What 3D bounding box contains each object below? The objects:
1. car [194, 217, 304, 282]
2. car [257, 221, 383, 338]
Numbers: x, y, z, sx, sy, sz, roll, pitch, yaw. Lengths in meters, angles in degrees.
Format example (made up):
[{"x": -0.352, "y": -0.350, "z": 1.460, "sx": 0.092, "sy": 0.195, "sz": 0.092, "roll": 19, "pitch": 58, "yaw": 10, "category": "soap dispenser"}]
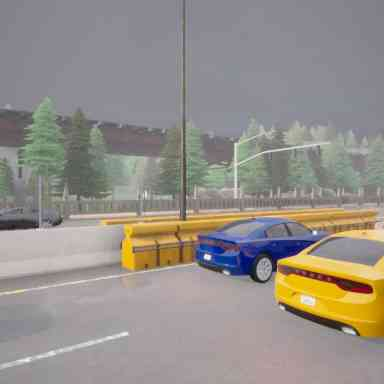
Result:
[{"x": 2.399, "y": 1.478, "z": 9.770, "sx": 5.008, "sy": 1.535, "sz": 1.882, "roll": 0, "pitch": 0, "yaw": -36, "category": "car"}, {"x": 3.762, "y": 1.478, "z": 6.441, "sx": 5.008, "sy": 1.535, "sz": 1.882, "roll": 0, "pitch": 0, "yaw": -35, "category": "car"}]
